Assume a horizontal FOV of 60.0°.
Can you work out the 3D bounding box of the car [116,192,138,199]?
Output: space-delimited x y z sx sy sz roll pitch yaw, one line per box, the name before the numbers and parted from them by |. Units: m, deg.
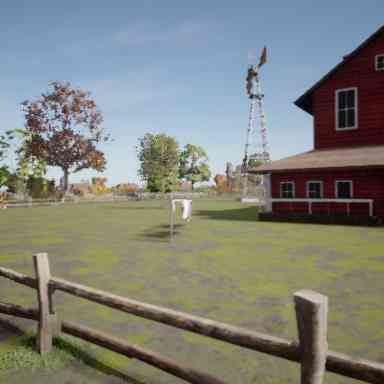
car | -13.570 0.701 69.776 1.895 1.301 4.718 0 1 37
